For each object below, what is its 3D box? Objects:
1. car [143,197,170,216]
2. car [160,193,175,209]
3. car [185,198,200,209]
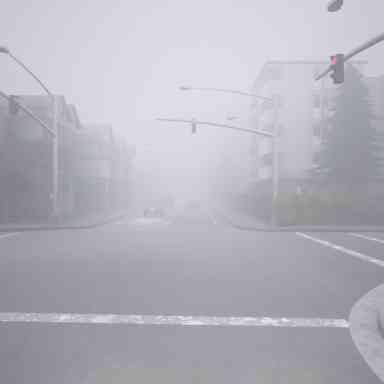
[{"bbox_3d":[-3.581,1.491,32.388,2.128,1.511,4.902,0,0,0],"label":"car"},{"bbox_3d":[-3.544,1.222,46.127,2.150,2.045,5.566,0,0,0],"label":"car"},{"bbox_3d":[0.119,1.526,45.537,1.812,1.442,4.674,0,0,0],"label":"car"}]
